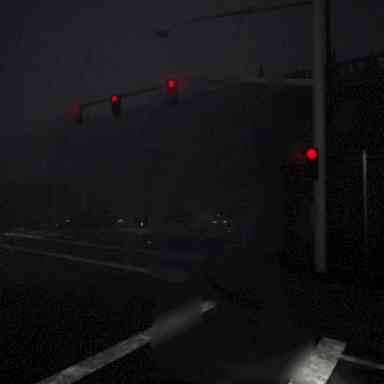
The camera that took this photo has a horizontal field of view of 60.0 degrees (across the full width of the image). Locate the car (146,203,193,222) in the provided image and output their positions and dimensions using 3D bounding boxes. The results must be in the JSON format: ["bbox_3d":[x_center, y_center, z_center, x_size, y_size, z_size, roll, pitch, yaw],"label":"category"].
[{"bbox_3d":[-1.977,1.817,30.640,1.812,1.442,4.674,-1,-1,36],"label":"car"}]

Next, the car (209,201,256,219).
[{"bbox_3d":[3.971,1.796,32.976,2.033,1.411,5.357,-1,0,35],"label":"car"}]

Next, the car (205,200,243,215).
[{"bbox_3d":[3.803,1.783,38.777,2.128,1.511,4.902,-1,0,35],"label":"car"}]

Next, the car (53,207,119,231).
[{"bbox_3d":[-7.268,1.817,23.241,1.812,1.442,4.674,-1,-1,37],"label":"car"}]

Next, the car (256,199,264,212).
[{"bbox_3d":[10.002,1.741,41.437,2.128,1.511,4.902,-1,-1,36],"label":"car"}]

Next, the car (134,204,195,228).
[{"bbox_3d":[-1.865,1.796,24.766,2.033,1.411,5.357,-1,0,35],"label":"car"}]

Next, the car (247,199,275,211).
[{"bbox_3d":[9.829,1.783,47.193,2.128,1.511,4.902,-1,-1,36],"label":"car"}]
